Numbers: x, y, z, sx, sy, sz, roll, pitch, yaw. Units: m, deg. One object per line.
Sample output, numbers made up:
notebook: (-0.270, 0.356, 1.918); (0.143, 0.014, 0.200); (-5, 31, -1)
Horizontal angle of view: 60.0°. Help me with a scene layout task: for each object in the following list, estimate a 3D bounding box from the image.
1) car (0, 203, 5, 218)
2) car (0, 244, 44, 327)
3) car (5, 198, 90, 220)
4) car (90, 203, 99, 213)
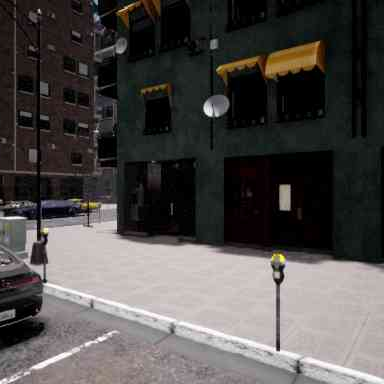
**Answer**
car: (-13.974, 1.350, 26.105); (2.008, 1.369, 4.403); (1, 1, 35)
car: (-4.458, 1.551, 6.072); (4.403, 1.369, 2.008); (0, 0, 36)
car: (-11.020, 1.326, 25.778); (2.033, 1.411, 5.357); (0, 1, 39)
car: (-10.874, 1.250, 30.522); (1.752, 1.417, 4.829); (1, 1, 35)
